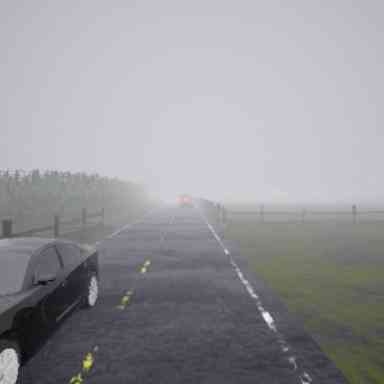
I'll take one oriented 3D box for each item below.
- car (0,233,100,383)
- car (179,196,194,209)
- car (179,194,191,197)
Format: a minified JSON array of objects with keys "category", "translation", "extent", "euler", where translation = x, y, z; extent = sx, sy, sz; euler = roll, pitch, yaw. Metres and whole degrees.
[{"category":"car","translation":[-2.857,1.490,5.040],"extent":[1.882,1.535,5.008],"euler":[0,0,0]},{"category":"car","translation":[-0.748,1.690,47.222],"extent":[1.895,1.301,4.718],"euler":[0,0,-2]},{"category":"car","translation":[-1.092,1.323,57.229],"extent":[2.150,2.045,5.566],"euler":[0,0,-2]}]
